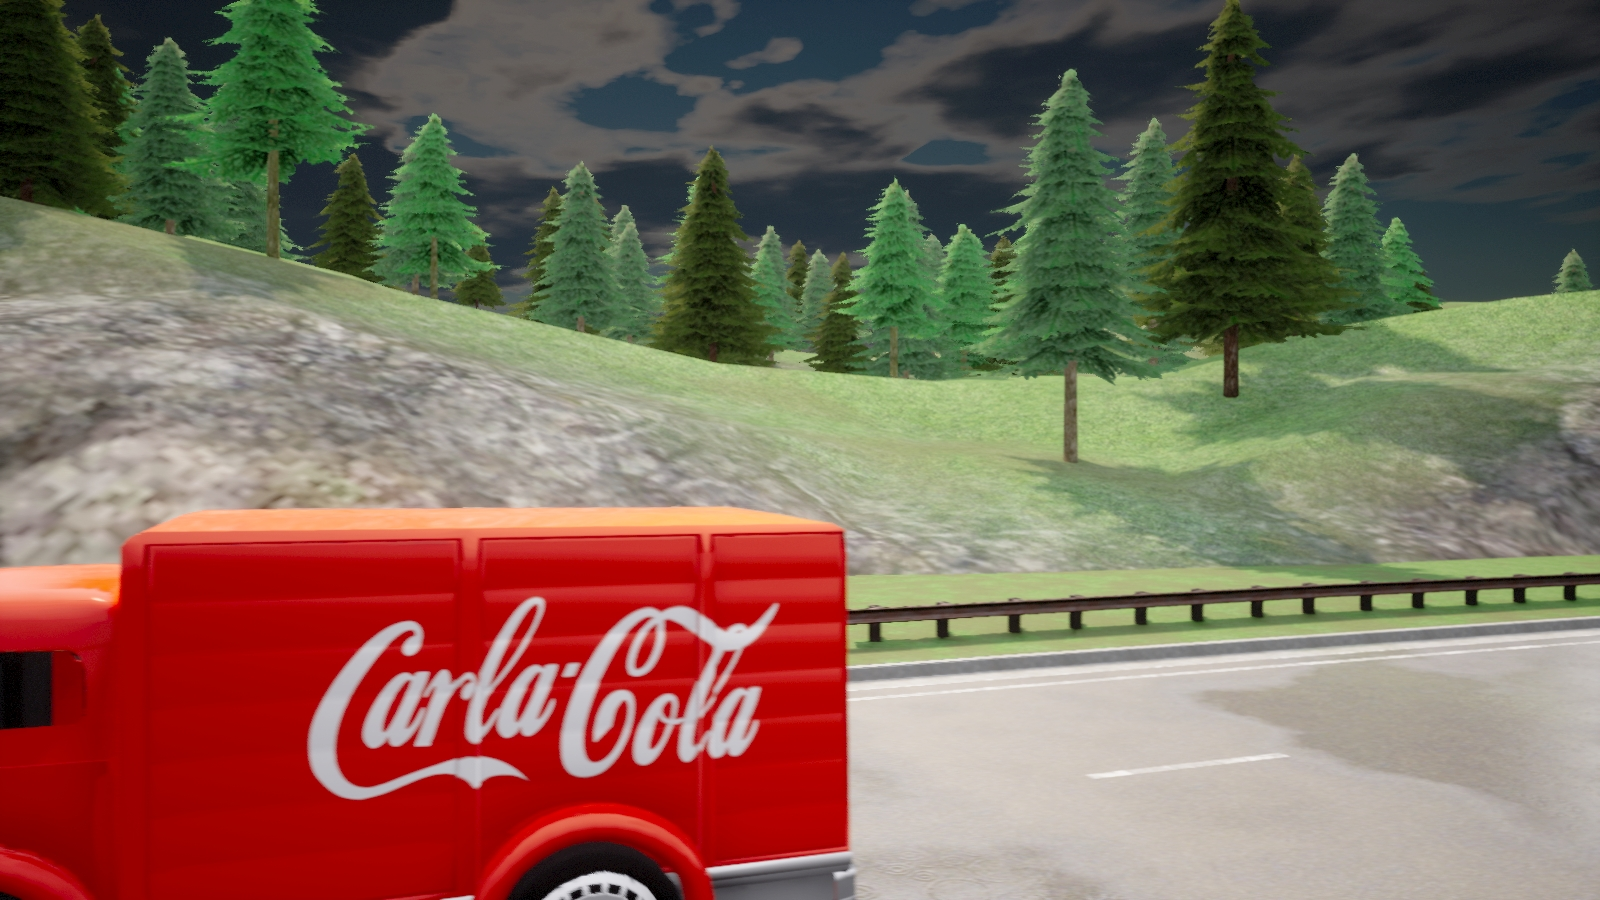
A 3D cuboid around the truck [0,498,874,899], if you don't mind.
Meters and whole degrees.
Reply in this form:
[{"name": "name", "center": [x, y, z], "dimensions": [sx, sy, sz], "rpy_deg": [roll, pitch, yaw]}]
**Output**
[{"name": "truck", "center": [-2.523, 1.571, 6.113], "dimensions": [5.204, 2.467, 2.627], "rpy_deg": [0, 0, -20]}]
